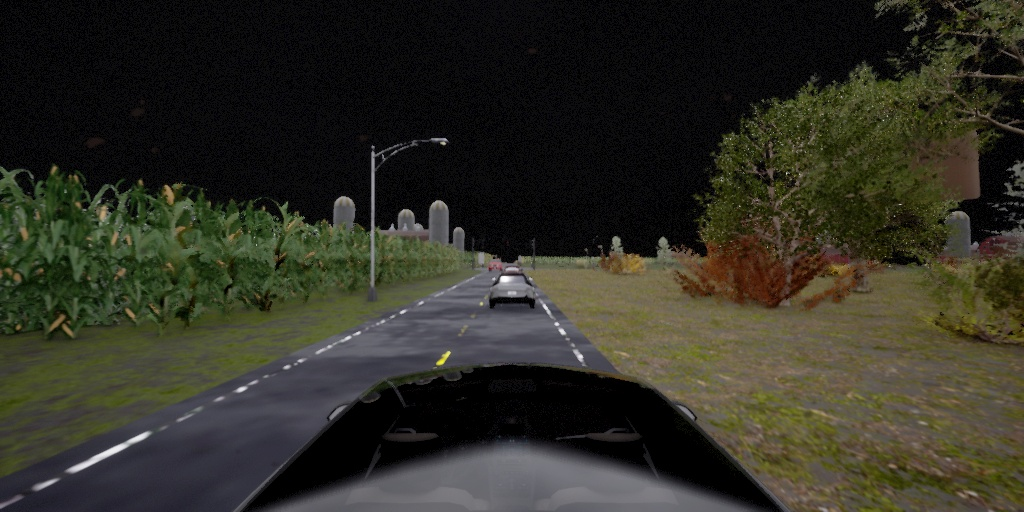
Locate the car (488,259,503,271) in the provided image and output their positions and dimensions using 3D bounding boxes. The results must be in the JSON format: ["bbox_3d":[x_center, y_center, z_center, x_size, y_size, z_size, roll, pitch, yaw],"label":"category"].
[{"bbox_3d":[-2.720,1.537,59.575,2.150,2.045,5.566,0,-1,0],"label":"car"}]

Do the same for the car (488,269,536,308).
[{"bbox_3d":[0.013,1.452,16.163,1.994,1.385,4.181,0,-1,0],"label":"car"}]

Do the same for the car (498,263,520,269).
[{"bbox_3d":[0.022,1.562,31.253,1.812,1.442,4.674,0,0,0],"label":"car"}]
